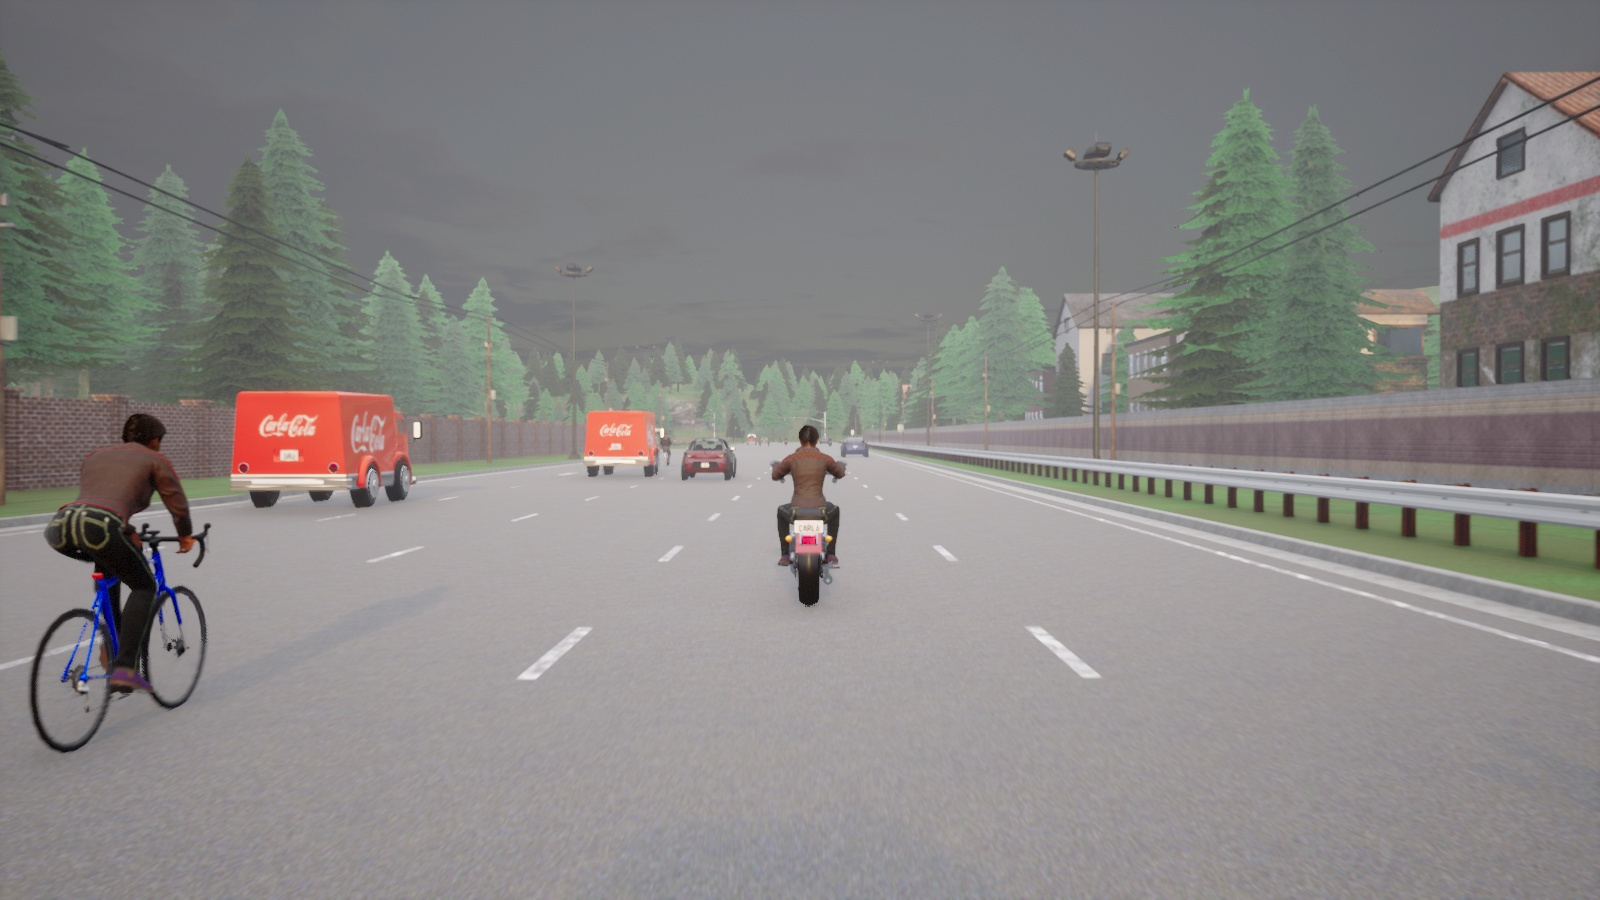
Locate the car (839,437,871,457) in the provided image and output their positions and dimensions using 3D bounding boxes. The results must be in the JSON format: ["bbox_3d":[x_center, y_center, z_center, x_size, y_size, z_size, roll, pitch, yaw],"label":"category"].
[{"bbox_3d":[4.035,-0.232,93.058,2.163,1.488,4.792,0,1,0],"label":"car"}]

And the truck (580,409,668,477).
[{"bbox_3d":[-6.714,-0.262,48.455,2.627,2.467,5.204,0,0,0],"label":"truck"}]

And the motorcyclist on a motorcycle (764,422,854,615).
[{"bbox_3d":[0.082,0.571,11.895,0.766,1.649,2.350,0,1,0],"label":"motorcyclist on a motorcycle"}]

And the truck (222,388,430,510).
[{"bbox_3d":[-10.328,-0.043,27.914,2.627,2.467,5.204,0,1,0],"label":"truck"}]

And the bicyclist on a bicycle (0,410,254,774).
[{"bbox_3d":[-3.449,0.628,6.419,0.582,1.620,1.656,0,0,0],"label":"bicyclist on a bicycle"}]

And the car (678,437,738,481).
[{"bbox_3d":[-3.233,0.283,44.961,1.816,1.474,4.193,0,1,0],"label":"car"}]
